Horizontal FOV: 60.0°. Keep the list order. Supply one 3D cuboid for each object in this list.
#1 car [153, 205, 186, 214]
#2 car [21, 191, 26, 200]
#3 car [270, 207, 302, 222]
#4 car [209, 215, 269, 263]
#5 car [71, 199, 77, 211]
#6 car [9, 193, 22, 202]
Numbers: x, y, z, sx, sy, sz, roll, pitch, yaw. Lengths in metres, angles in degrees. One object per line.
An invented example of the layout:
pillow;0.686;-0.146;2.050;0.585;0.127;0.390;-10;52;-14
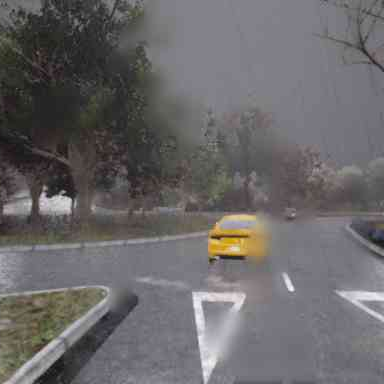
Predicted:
car;-3.451;2.561;50.038;4.718;1.301;1.895;-1;-1;26
car;-42.548;1.371;80.986;1.946;1.575;5.366;1;2;-18
car;9.127;2.144;32.554;1.994;1.385;4.181;0;-1;-6
car;1.855;1.612;12.569;1.882;1.535;5.008;0;-1;12
car;-18.777;2.221;55.966;2.150;2.045;5.566;1;-1;-32
car;-40.855;1.588;75.733;1.946;1.575;5.366;1;2;-18
